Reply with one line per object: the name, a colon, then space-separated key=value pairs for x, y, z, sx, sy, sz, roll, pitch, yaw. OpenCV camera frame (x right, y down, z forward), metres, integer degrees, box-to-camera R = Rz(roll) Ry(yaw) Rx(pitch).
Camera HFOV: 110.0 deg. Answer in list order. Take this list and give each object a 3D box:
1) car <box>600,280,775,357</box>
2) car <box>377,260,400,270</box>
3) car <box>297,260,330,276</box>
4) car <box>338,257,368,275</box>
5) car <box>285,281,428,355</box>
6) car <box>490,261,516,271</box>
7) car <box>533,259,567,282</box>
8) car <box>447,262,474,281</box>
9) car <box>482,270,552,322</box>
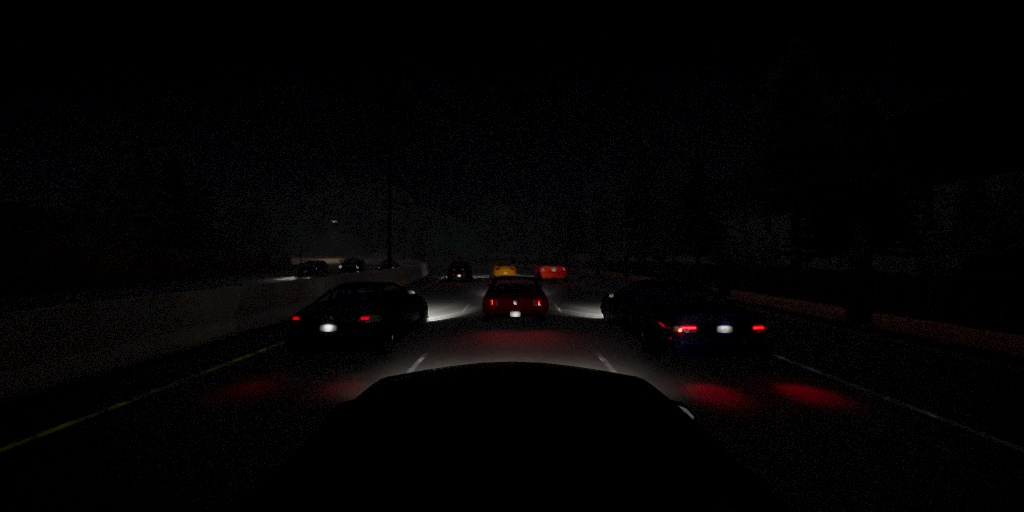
car: x=3.598 y=1.282 z=8.576 sx=2.033 sy=1.411 sz=5.357 roll=0 pitch=0 yaw=0
car: x=-12.718 y=1.151 z=37.214 sx=1.882 sy=1.535 sz=5.008 roll=0 pitch=0 yaw=-12
car: x=-19.468 y=1.185 z=35.373 sx=1.837 sy=1.490 sz=4.892 roll=0 pitch=0 yaw=-12
car: x=-16.180 y=1.026 z=36.610 sx=2.097 sy=1.767 sz=4.553 roll=0 pitch=0 yaw=-12
car: x=-3.402 y=1.299 z=8.645 sx=1.994 sy=1.385 sz=4.181 roll=0 pitch=0 yaw=0
car: x=-0.814 y=1.165 z=30.415 sx=1.882 sy=1.535 sz=5.008 roll=0 pitch=0 yaw=-7
car: x=2.906 y=1.044 z=28.562 sx=2.097 sy=1.767 sz=4.553 roll=0 pitch=0 yaw=-5
car: x=-4.156 y=1.196 z=28.954 sx=1.837 sy=1.490 sz=4.892 roll=0 pitch=0 yaw=-6
car: x=0.098 y=1.328 z=12.200 sx=1.895 sy=1.301 sz=4.718 roll=0 pitch=0 yaw=0
